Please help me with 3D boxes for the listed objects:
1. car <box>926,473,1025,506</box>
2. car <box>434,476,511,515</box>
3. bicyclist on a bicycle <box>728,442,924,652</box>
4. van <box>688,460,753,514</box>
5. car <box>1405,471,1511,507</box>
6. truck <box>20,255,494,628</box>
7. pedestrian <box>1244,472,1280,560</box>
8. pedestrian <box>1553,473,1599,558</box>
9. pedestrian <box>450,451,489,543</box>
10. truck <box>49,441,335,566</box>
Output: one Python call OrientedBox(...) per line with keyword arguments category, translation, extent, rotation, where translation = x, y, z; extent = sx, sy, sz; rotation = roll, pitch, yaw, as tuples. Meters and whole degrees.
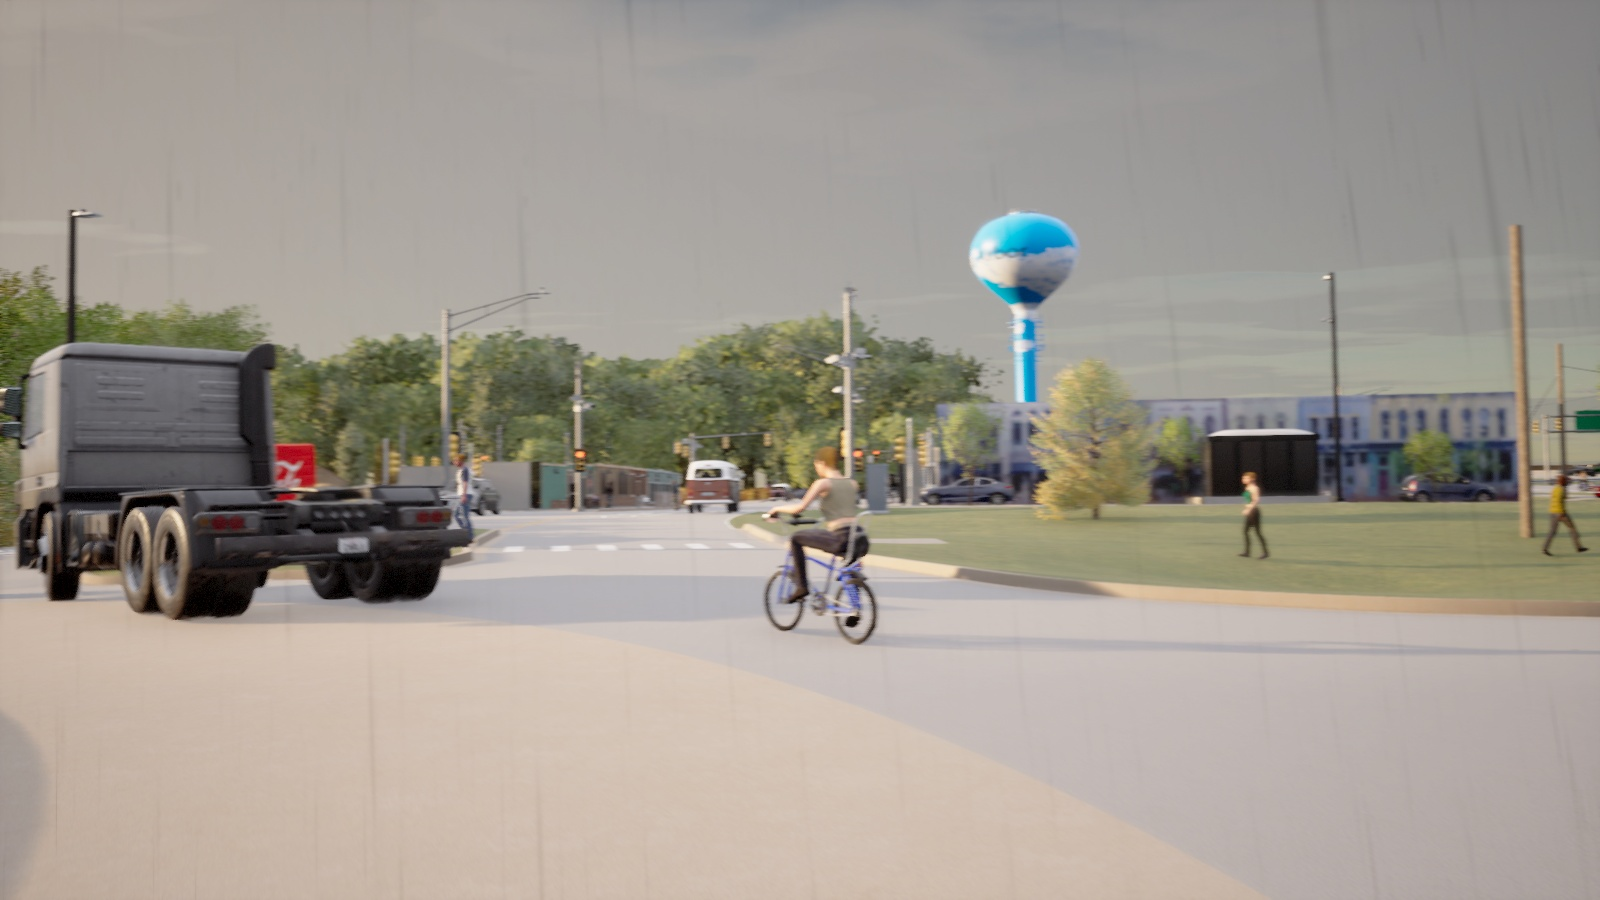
OrientedBox(category="car", translation=(9.133, 2.094, 65.607), extent=(5.027, 1.651, 2.152), rotation=(-1, -3, 7))
OrientedBox(category="car", translation=(-12.903, 1.798, 49.734), extent=(1.970, 1.475, 3.806), rotation=(-1, -2, 1))
OrientedBox(category="bicyclist on a bicycle", translation=(0.195, 0.775, 10.528), extent=(0.866, 1.612, 1.509), rotation=(3, -3, -38))
OrientedBox(category="van", translation=(-3.104, 1.465, 49.822), extent=(2.069, 2.038, 4.480), rotation=(-1, -2, 3))
OrientedBox(category="car", translation=(30.890, 1.850, 59.026), extent=(3.988, 1.617, 1.851), rotation=(-1, -3, 7))
OrientedBox(category="truck", translation=(-7.092, 0.117, 15.523), extent=(2.891, 3.462, 7.936), rotation=(1, -3, -43))
OrientedBox(category="pedestrian", translation=(9.744, 1.388, 26.496), extent=(0.594, 1.836, 0.345), rotation=(-1, -3, 0))
OrientedBox(category="pedestrian", translation=(17.056, 1.438, 27.606), extent=(0.726, 1.835, 0.370), rotation=(-1, -3, 2))
OrientedBox(category="pedestrian", translation=(-6.667, 0.946, 25.360), extent=(0.706, 1.836, 0.354), rotation=(0, -3, -6))
OrientedBox(category="truck", translation=(-13.563, 1.085, 28.419), extent=(2.627, 2.467, 5.204), rotation=(-1, 1, 29))
